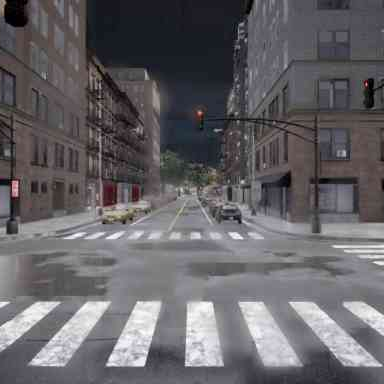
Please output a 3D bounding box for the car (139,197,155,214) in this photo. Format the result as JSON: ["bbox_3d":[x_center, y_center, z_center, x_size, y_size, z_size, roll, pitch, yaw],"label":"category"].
[{"bbox_3d":[-5.382,1.528,35.500,1.752,1.417,4.829,0,0,0],"label":"car"}]

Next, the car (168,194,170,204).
[{"bbox_3d":[-5.356,1.557,57.599,2.008,1.369,4.403,0,0,0],"label":"car"}]

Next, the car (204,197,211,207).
[{"bbox_3d":[2.667,1.554,35.664,2.008,1.369,4.403,0,0,0],"label":"car"}]

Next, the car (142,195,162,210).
[{"bbox_3d":[-5.375,1.319,41.153,2.192,1.841,5.009,0,0,0],"label":"car"}]

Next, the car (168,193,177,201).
[{"bbox_3d":[-5.315,1.329,90.491,2.192,1.841,5.009,0,0,0],"label":"car"}]

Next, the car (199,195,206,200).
[{"bbox_3d":[2.714,1.597,90.484,1.802,1.307,4.206,0,0,0],"label":"car"}]

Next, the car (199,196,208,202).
[{"bbox_3d":[2.705,1.556,79.520,1.887,1.381,4.507,0,0,0],"label":"car"}]

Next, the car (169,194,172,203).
[{"bbox_3d":[-5.349,1.573,63.081,1.947,1.339,4.313,0,0,0],"label":"car"}]

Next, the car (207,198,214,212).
[{"bbox_3d":[2.662,1.547,30.182,1.887,1.381,4.507,0,0,0],"label":"car"}]

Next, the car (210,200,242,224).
[{"bbox_3d":[2.658,1.552,24.700,2.008,1.369,4.403,0,0,0],"label":"car"}]

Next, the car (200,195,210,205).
[{"bbox_3d":[2.681,1.556,52.109,2.008,1.369,4.403,0,0,0],"label":"car"}]

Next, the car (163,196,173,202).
[{"bbox_3d":[-5.336,1.535,73.875,1.752,1.417,4.829,0,0,0],"label":"car"}]

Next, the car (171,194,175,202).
[{"bbox_3d":[-5.342,1.324,68.563,2.192,1.841,5.009,0,0,0],"label":"car"}]

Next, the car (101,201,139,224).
[{"bbox_3d":[-5.396,1.526,24.537,1.752,1.417,4.829,0,0,0],"label":"car"}]

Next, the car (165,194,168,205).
[{"bbox_3d":[-5.362,1.446,52.117,1.967,1.590,4.097,0,0,0],"label":"car"}]

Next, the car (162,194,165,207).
[{"bbox_3d":[-5.369,1.445,46.635,1.967,1.590,4.097,0,0,0],"label":"car"}]
